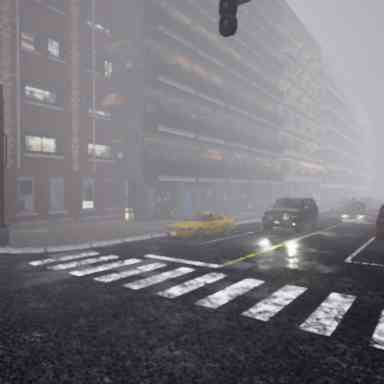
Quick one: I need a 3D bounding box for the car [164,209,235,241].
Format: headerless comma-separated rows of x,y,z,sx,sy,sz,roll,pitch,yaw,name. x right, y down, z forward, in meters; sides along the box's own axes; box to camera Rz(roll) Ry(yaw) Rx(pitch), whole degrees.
0.542,1.587,17.155,1.752,1.417,4.829,-1,-1,35,car

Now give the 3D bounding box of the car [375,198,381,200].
39.583,2.106,73.005,1.887,1.381,4.507,-1,-1,35,car

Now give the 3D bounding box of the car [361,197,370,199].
29.848,1.988,59.078,1.887,1.381,4.507,-1,-1,35,car

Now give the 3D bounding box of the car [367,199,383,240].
10.760,1.474,17.208,2.192,1.841,5.009,-1,-1,35,car

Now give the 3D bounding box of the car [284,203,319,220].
10.376,1.738,31.222,1.887,1.381,4.507,-1,-1,35,car

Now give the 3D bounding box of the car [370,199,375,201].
33.091,1.798,63.722,2.192,1.841,5.009,-1,-1,35,car

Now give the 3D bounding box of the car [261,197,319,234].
6.301,1.348,20.848,2.150,2.045,5.566,0,0,35,car

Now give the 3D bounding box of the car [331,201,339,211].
20.013,1.843,45.011,1.752,1.417,4.829,-1,-1,35,car

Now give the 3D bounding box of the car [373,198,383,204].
46.075,2.202,82.291,1.947,1.339,4.313,-1,-1,35,car

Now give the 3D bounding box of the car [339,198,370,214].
19.296,1.774,39.360,1.882,1.535,5.008,0,-1,35,car
